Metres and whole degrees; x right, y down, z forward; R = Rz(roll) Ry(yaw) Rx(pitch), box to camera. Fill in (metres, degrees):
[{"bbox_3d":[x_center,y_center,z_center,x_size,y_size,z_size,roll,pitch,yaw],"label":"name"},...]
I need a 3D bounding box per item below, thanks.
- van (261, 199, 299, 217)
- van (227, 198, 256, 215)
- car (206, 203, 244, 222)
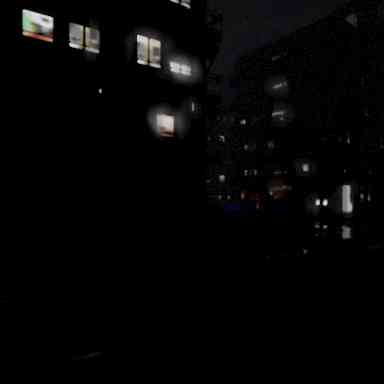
[{"bbox_3d":[8.899,1.568,33.879,1.690,1.788,3.998,-1,0,-36],"label":"van"},{"bbox_3d":[5.578,1.642,38.390,1.690,1.788,3.998,-1,0,-36],"label":"van"},{"bbox_3d":[2.167,1.851,28.953,1.802,1.307,4.206,-1,0,-36],"label":"car"}]
